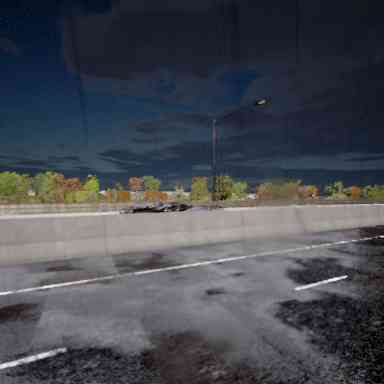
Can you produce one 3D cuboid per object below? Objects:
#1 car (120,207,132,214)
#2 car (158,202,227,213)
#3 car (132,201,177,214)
[{"bbox_3d":[-3.423,1.524,27.172,4.902,1.511,2.128,0,0,-35],"label":"car"},{"bbox_3d":[0.793,1.584,21.578,5.357,1.411,2.033,0,0,-35],"label":"car"},{"bbox_3d":[-1.514,1.542,24.238,4.892,1.490,1.837,1,0,-35],"label":"car"}]
